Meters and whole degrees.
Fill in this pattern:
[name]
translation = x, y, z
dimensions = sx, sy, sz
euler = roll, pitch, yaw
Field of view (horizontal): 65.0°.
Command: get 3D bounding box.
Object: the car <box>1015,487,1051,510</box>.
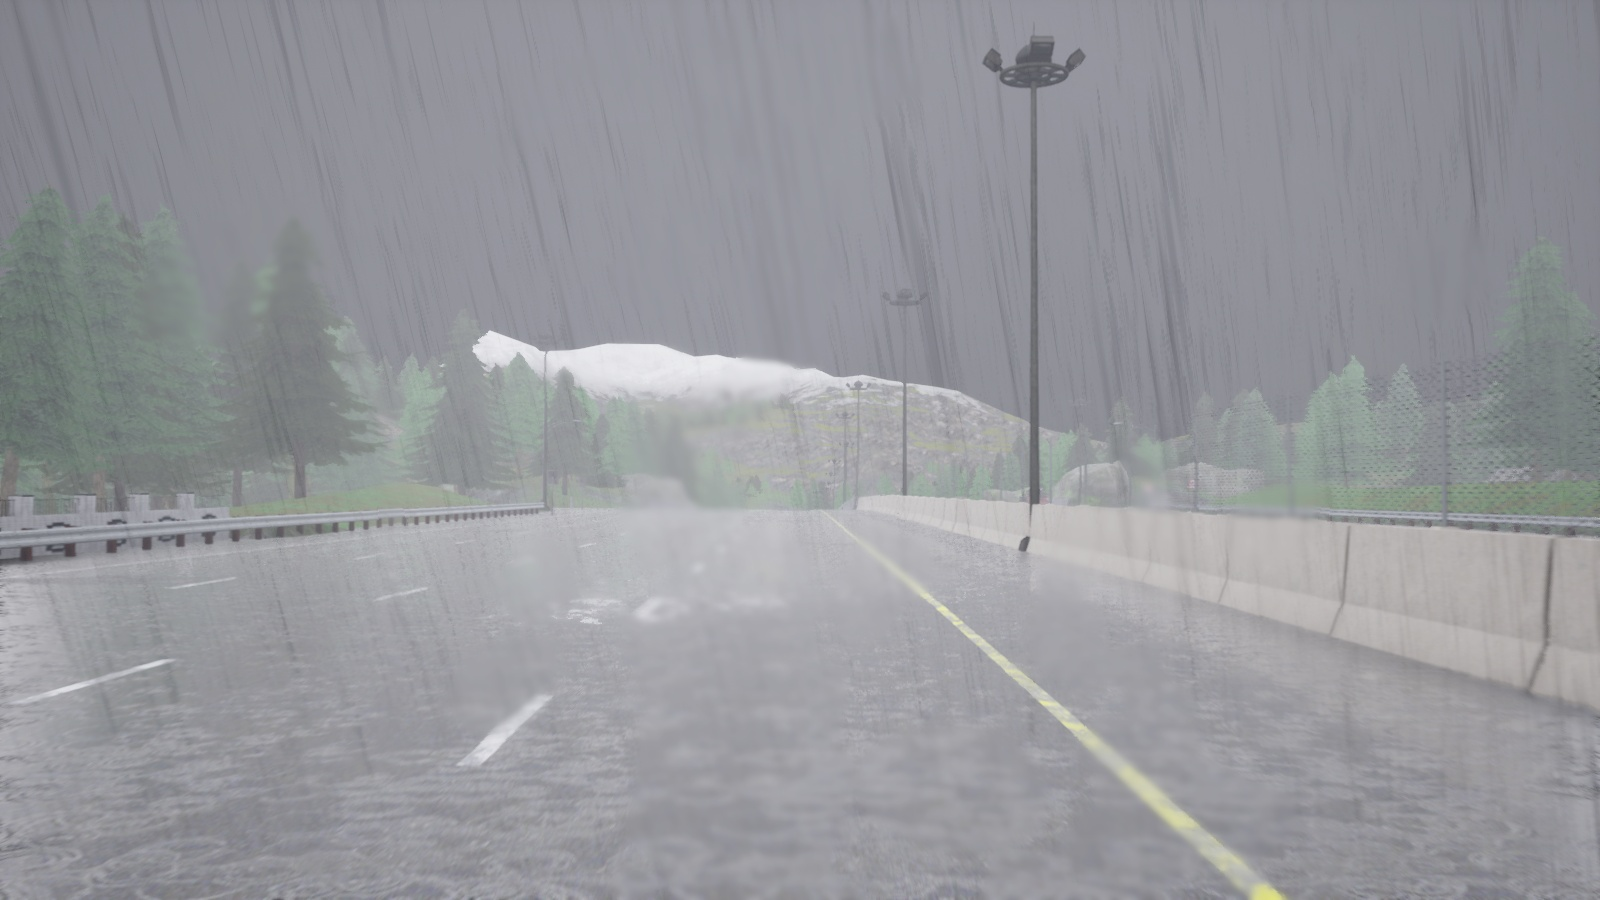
[car]
translation = 17.280, 3.606, 93.270
dimensions = 1.851, 1.617, 3.988
euler = 0, -3, 0
